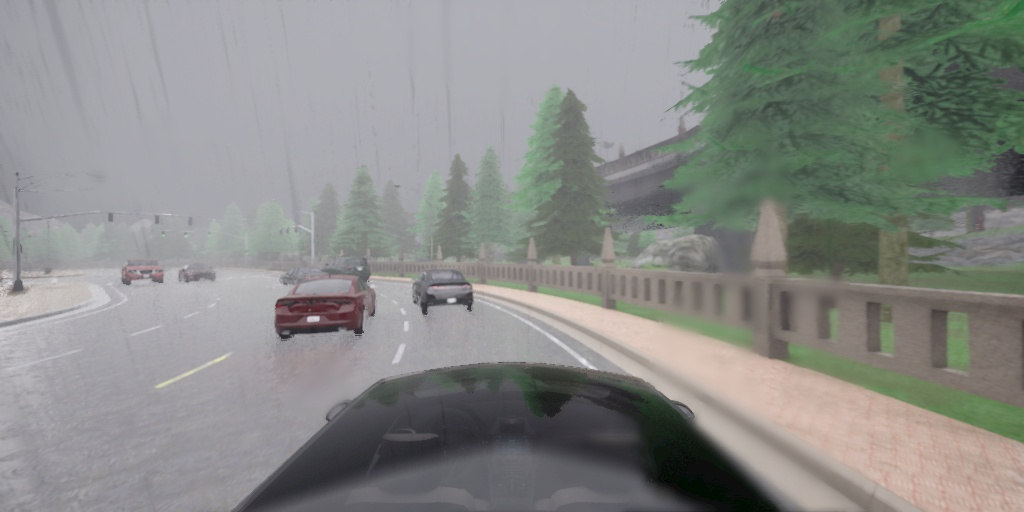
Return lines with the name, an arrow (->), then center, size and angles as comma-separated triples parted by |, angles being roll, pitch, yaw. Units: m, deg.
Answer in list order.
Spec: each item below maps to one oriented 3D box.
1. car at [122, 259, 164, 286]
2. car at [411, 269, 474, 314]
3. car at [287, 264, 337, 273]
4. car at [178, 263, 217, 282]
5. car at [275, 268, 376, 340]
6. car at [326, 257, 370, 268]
car -> -30.835, 1.230, 29.919 | 5.566, 2.045, 2.150 | -1, 0, 40
car -> -2.852, 1.277, 14.184 | 2.128, 1.511, 4.902 | 0, 0, -21
car -> -14.877, 1.468, 25.678 | 5.357, 1.411, 2.033 | -1, 0, 42
car -> -28.645, 1.478, 32.652 | 4.553, 1.767, 2.097 | -1, 0, 40
car -> -5.128, 1.287, 10.442 | 1.882, 1.535, 5.008 | 0, 0, -16
car -> -13.565, 1.128, 29.112 | 5.566, 2.045, 2.150 | -1, 0, 42
